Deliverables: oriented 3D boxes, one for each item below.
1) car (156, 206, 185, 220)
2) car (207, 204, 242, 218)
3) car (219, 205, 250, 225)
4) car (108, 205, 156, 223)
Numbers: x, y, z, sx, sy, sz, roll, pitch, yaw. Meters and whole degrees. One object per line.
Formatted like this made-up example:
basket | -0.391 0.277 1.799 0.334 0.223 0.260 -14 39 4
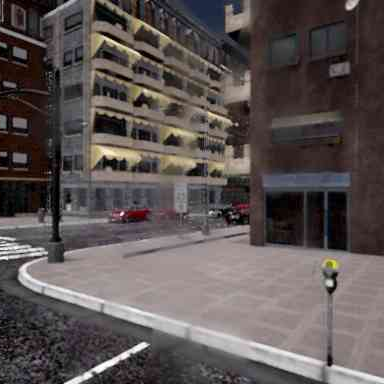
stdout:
car | -2.304 2.133 34.462 1.802 1.307 4.206 -1 -2 35
car | 3.368 2.159 38.106 2.128 1.511 4.902 0 -1 35
car | 4.521 2.138 29.715 1.947 1.339 4.313 -1 -2 35
car | -5.544 1.891 29.808 1.967 1.590 4.097 -1 -2 35
